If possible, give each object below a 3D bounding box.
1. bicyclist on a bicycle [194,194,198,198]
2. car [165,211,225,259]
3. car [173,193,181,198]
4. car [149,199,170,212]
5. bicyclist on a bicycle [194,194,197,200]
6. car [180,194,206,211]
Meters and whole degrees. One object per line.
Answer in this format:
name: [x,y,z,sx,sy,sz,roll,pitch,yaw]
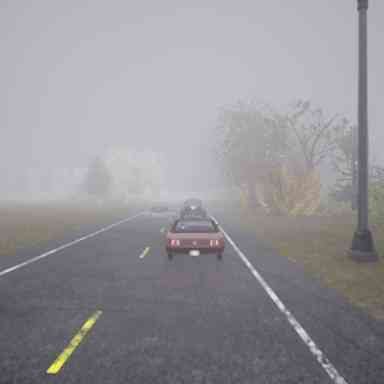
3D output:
bicyclist on a bicycle: [0.978,1.364,83.512,0.866,1.612,1.509,0,0,0]
car: [0.095,1.594,12.515,1.895,1.301,4.718,0,0,0]
car: [-3.481,0.901,79.009,2.097,1.767,4.553,0,0,0]
car: [-3.578,1.501,37.759,1.812,1.442,4.674,0,0,0]
bicyclist on a bicycle: [0.980,1.352,92.512,0.866,1.612,1.509,0,0,0]
car: [0.099,1.334,29.065,2.097,1.767,4.553,0,0,0]
